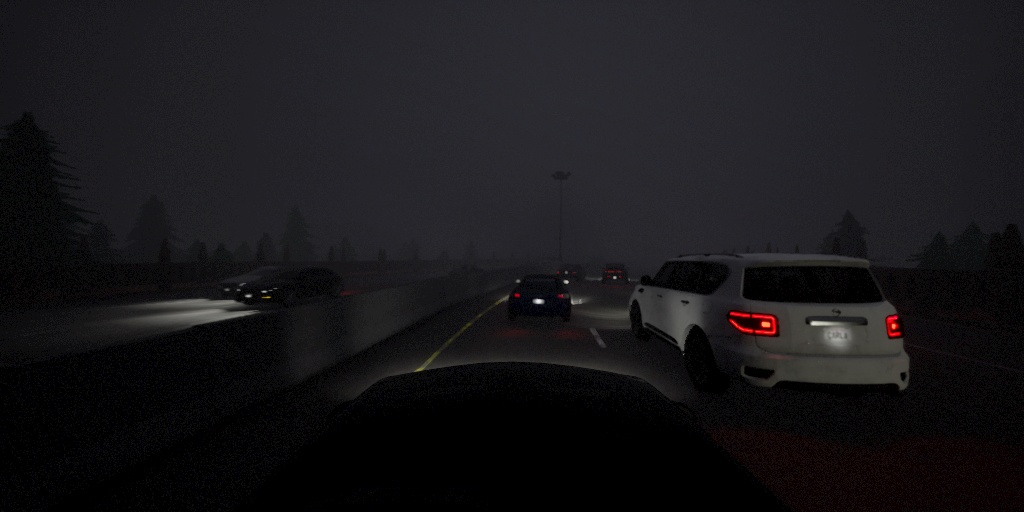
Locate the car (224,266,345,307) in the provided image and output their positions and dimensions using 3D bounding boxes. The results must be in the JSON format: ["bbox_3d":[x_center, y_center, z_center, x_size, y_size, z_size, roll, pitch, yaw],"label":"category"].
[{"bbox_3d":[-9.322,1.223,15.572,1.837,1.490,4.892,0,0,9],"label":"car"}]

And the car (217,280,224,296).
[{"bbox_3d":[-12.411,1.238,18.422,1.812,1.442,4.674,0,0,10],"label":"car"}]

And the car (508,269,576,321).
[{"bbox_3d":[1.029,1.313,12.571,1.994,1.385,4.181,0,0,7],"label":"car"}]

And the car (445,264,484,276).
[{"bbox_3d":[-3.402,1.314,26.704,1.994,1.385,4.181,0,0,16],"label":"car"}]

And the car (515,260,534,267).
[{"bbox_3d":[2.424,1.407,57.229,2.033,1.411,5.357,0,0,32],"label":"car"}]

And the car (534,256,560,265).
[{"bbox_3d":[6.081,1.086,56.505,2.150,2.045,5.566,0,0,32],"label":"car"}]

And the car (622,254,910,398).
[{"bbox_3d":[3.899,0.982,6.771,2.150,2.045,5.566,0,0,4],"label":"car"}]

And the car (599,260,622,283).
[{"bbox_3d":[8.003,1.282,27.649,1.837,1.490,4.892,0,0,18],"label":"car"}]

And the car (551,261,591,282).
[{"bbox_3d":[5.002,1.322,29.905,2.033,1.411,5.357,0,0,19],"label":"car"}]
